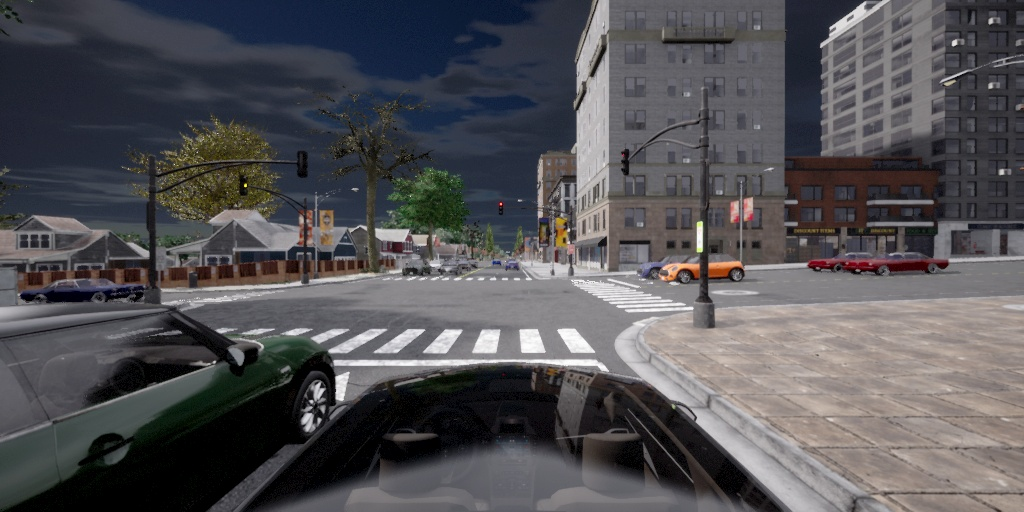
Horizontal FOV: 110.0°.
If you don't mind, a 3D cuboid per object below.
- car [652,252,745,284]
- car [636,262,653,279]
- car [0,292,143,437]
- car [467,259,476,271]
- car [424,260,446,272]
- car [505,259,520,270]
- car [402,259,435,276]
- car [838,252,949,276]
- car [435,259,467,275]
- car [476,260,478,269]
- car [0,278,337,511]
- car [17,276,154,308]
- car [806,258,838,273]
[{"bbox_3d":[11.353,0.678,21.695,4.553,1.767,2.097,-2,0,0],"label":"car"},{"bbox_3d":[11.099,0.677,25.015,4.553,1.767,2.097,-2,0,2],"label":"car"},{"bbox_3d":[-6.547,1.275,3.116,1.812,1.442,4.674,0,0,1],"label":"car"},{"bbox_3d":[-6.656,1.331,49.243,2.033,1.411,5.357,0,0,0],"label":"car"},{"bbox_3d":[-9.903,1.303,46.430,1.812,1.442,4.674,0,0,0],"label":"car"},{"bbox_3d":[0.028,1.316,52.317,1.812,1.442,4.674,0,0,0],"label":"car"},{"bbox_3d":[-9.889,1.117,37.446,2.097,1.767,4.553,0,0,0],"label":"car"},{"bbox_3d":[23.138,0.476,21.742,4.718,1.301,1.895,-2,0,-1],"label":"car"},{"bbox_3d":[-6.639,1.259,39.525,2.128,1.511,4.902,0,0,0],"label":"car"},{"bbox_3d":[-6.658,1.316,59.589,1.837,1.490,4.892,0,0,0],"label":"car"},{"bbox_3d":[-3.152,1.102,2.461,2.097,1.767,4.553,0,0,0],"label":"car"},{"bbox_3d":[-21.636,1.805,18.338,4.718,1.301,1.895,-2,0,0],"label":"car"},{"bbox_3d":[23.477,0.453,24.998,4.718,1.301,1.895,-2,0,-1],"label":"car"}]
